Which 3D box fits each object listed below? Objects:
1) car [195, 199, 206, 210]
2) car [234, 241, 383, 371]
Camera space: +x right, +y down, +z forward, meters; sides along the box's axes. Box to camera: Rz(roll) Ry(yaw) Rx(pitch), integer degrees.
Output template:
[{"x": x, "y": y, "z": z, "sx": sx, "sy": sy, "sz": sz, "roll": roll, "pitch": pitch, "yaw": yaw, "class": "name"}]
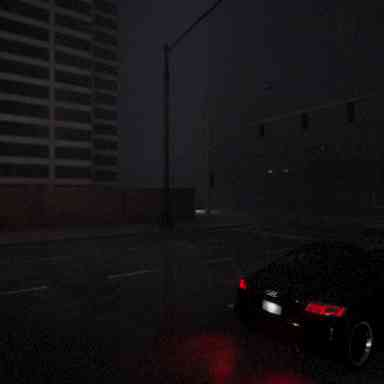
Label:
[{"x": -0.039, "y": 1.562, "z": 42.667, "sx": 1.994, "sy": 1.385, "sz": 4.181, "roll": 0, "pitch": 0, "yaw": -36, "class": "car"}, {"x": 2.746, "y": 1.564, "z": 5.751, "sx": 4.181, "sy": 1.385, "sz": 1.994, "roll": 0, "pitch": 0, "yaw": -35, "class": "car"}]
